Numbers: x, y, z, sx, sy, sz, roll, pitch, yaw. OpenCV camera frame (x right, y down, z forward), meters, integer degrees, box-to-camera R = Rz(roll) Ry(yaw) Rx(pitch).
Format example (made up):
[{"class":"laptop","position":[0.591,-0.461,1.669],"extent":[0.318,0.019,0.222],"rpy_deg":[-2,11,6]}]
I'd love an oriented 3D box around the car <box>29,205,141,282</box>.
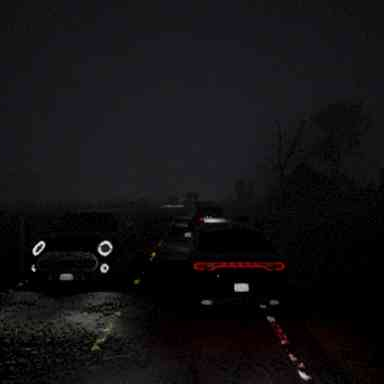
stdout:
[{"class":"car","position":[-2.836,1.319,9.751],"extent":[2.097,1.767,4.553],"rpy_deg":[0,0,0]}]

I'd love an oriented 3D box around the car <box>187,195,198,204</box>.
[{"class":"car","position":[0.081,1.328,60.582],"extent":[1.882,1.535,5.008],"rpy_deg":[0,0,0]}]

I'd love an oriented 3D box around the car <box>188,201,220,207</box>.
[{"class":"car","position":[0.850,1.447,18.075],"extent":[1.837,1.490,4.892],"rpy_deg":[0,0,0]}]

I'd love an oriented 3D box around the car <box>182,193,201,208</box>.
[{"class":"car","position":[0.099,1.094,45.968],"extent":[2.150,2.045,5.566],"rpy_deg":[0,0,1]}]

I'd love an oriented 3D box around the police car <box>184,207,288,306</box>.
[{"class":"police car","position":[0.837,1.397,8.185],"extent":[1.930,1.638,5.238],"rpy_deg":[0,0,0]}]

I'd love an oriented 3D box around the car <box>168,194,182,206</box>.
[{"class":"car","position":[-2.762,1.366,53.066],"extent":[1.837,1.490,4.892],"rpy_deg":[0,0,0]}]

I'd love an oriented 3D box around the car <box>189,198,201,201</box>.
[{"class":"car","position":[0.858,1.429,24.075],"extent":[1.837,1.490,4.892],"rpy_deg":[0,0,0]}]
